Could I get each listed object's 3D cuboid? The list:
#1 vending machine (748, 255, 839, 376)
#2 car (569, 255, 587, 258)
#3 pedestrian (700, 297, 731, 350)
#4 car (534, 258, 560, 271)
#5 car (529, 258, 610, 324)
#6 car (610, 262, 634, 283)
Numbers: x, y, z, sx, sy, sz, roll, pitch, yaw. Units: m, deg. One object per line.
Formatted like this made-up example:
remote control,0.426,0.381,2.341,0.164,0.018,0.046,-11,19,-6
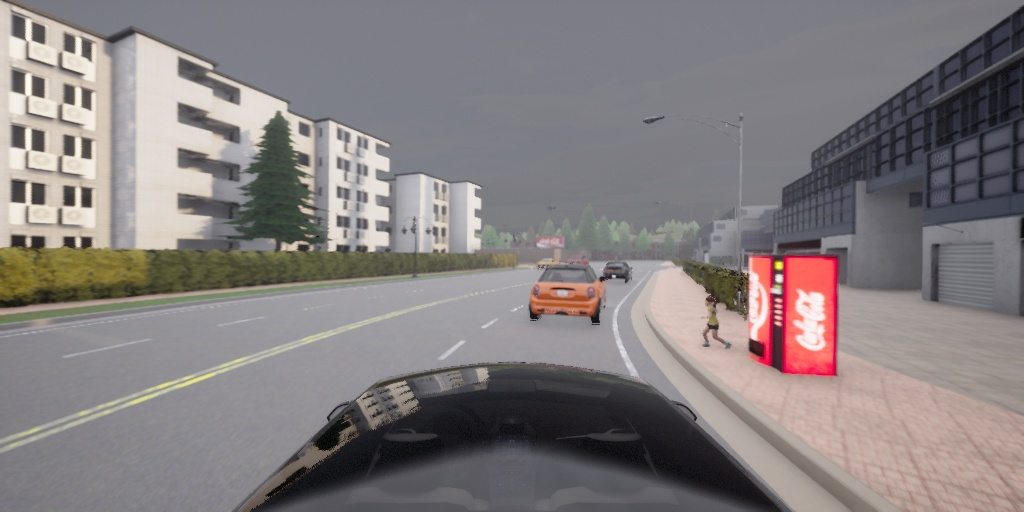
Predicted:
vending machine,4.745,0.963,6.162,1.100,2.100,0.880,0,0,9
car,8.392,0.828,46.420,2.150,2.045,5.566,1,0,23
pedestrian,3.986,1.278,7.141,0.500,1.100,0.500,1,0,11
car,4.583,1.047,46.451,1.882,1.535,5.008,1,0,24
car,2.053,1.068,12.190,2.097,1.767,4.553,1,0,17
car,8.201,1.195,27.771,1.837,1.490,4.892,1,0,23
